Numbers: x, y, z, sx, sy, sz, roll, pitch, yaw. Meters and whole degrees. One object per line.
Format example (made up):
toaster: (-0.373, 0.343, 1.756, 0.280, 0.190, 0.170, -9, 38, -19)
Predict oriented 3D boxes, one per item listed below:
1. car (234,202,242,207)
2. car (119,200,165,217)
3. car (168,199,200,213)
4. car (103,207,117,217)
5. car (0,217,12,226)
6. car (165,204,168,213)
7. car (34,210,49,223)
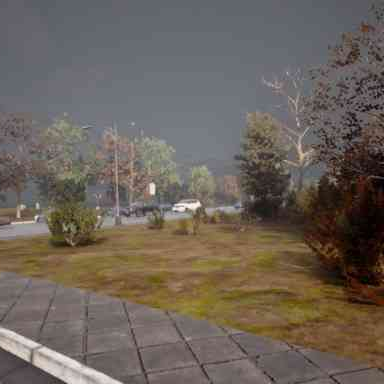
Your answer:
car: (9.582, 2.480, 61.678, 2.033, 1.411, 5.357, -3, -2, 33)
car: (-6.468, 2.128, 43.213, 2.150, 2.045, 5.566, -3, -2, 32)
car: (-0.787, 2.196, 52.164, 2.150, 2.045, 5.566, -3, -2, 33)
car: (-10.038, 2.619, 44.082, 1.994, 1.385, 4.181, -3, -2, 32)
car: (-17.333, 2.391, 26.337, 2.033, 1.411, 5.357, -3, -2, 34)
car: (-4.571, 2.612, 52.713, 2.128, 1.511, 4.902, -3, -2, 32)
car: (-14.853, 2.510, 36.486, 2.128, 1.511, 4.902, -3, -2, 33)
